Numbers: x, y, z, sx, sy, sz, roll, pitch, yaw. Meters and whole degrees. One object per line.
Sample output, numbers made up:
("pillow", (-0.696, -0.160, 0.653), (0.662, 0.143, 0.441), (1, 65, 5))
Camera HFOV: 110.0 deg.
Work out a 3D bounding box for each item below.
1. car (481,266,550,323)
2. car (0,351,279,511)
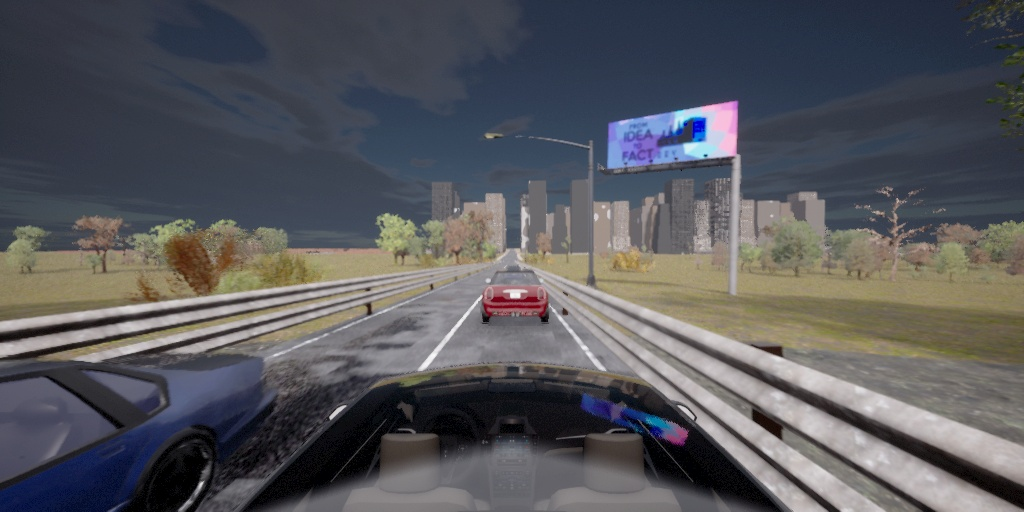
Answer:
("car", (0.098, 1.206, 12.745), (2.097, 1.767, 4.553), (0, -1, 0))
("car", (-3.348, 1.294, 1.348), (2.033, 1.411, 5.357), (0, -1, 0))
